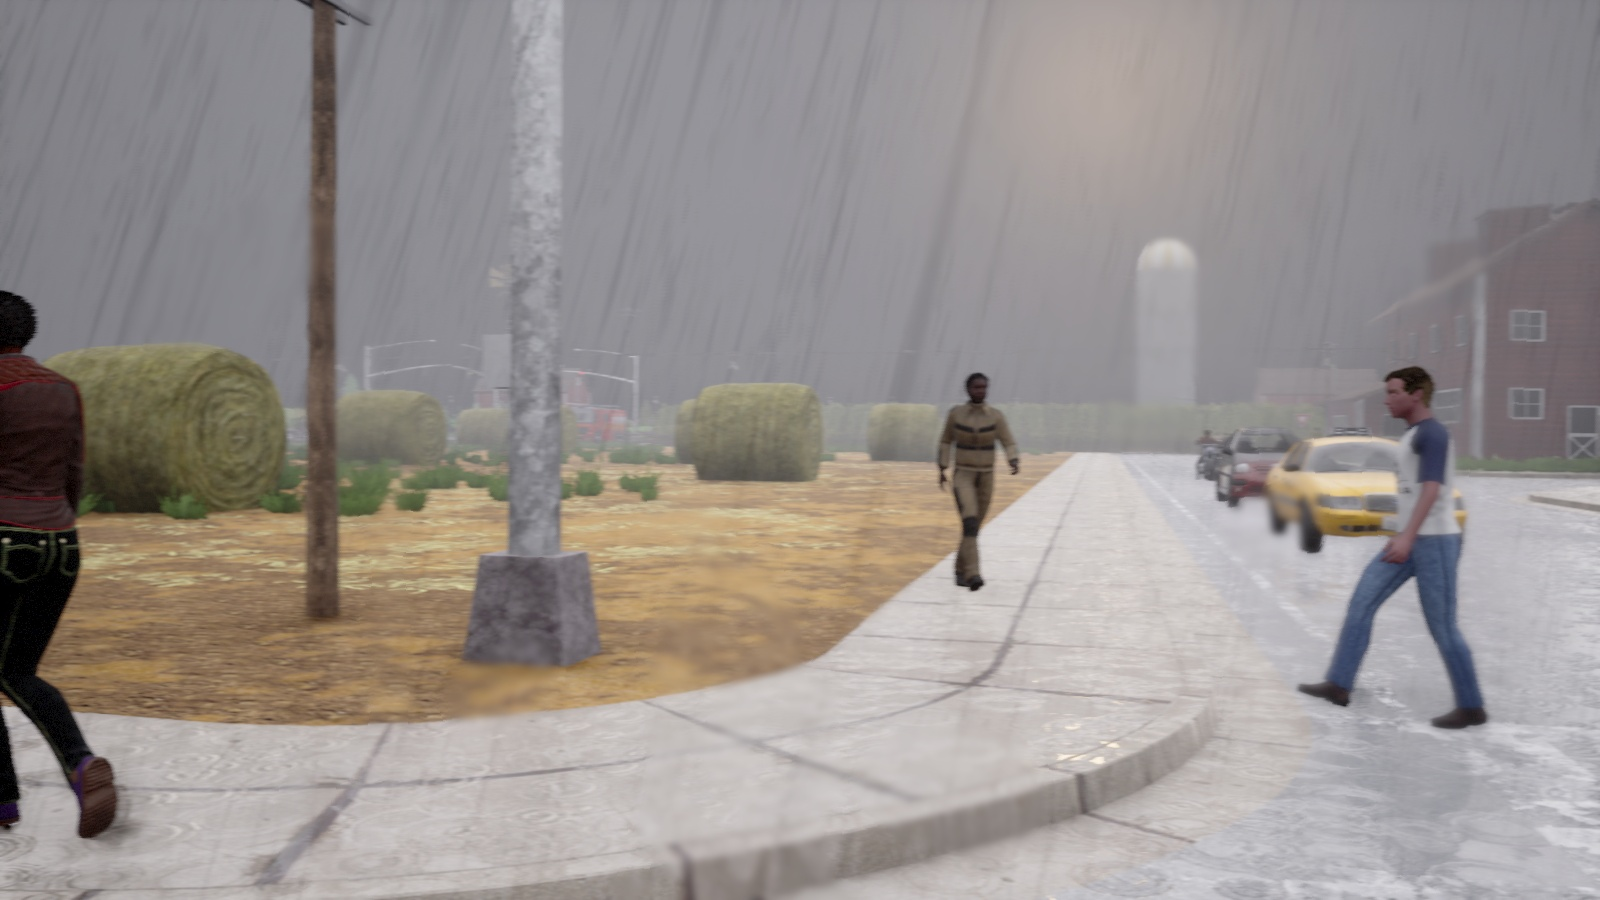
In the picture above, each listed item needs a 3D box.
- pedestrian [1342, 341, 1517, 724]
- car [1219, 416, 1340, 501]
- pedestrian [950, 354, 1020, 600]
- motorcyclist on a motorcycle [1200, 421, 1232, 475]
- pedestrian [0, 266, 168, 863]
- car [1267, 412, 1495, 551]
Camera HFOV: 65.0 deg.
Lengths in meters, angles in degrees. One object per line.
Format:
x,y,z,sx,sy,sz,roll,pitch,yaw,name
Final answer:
3.119,0.394,6.249,0.706,1.836,0.354,0,1,10,pedestrian
9.775,0.132,25.870,1.851,1.617,3.988,0,1,14,car
1.498,0.208,10.229,0.396,1.930,0.692,-1,1,-6,pedestrian
13.128,-0.075,39.651,0.766,1.649,2.350,-1,1,14,motorcyclist on a motorcycle
-2.538,0.347,4.099,0.869,1.805,0.328,0,1,21,pedestrian
7.619,0.324,17.020,1.801,1.575,5.366,0,1,14,car
